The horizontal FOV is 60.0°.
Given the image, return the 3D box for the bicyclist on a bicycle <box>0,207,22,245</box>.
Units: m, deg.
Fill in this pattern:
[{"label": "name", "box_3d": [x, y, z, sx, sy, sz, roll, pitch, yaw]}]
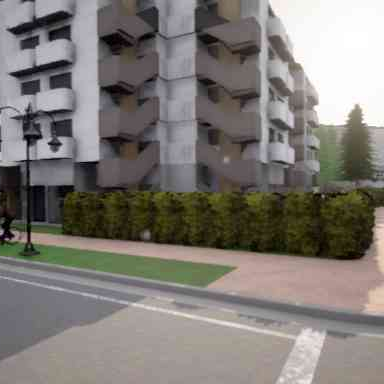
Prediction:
[{"label": "bicyclist on a bicycle", "box_3d": [-6.943, 1.191, 12.044, 0.582, 1.620, 1.656, 0, 1, 29]}]
